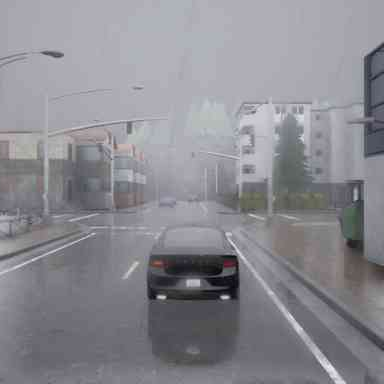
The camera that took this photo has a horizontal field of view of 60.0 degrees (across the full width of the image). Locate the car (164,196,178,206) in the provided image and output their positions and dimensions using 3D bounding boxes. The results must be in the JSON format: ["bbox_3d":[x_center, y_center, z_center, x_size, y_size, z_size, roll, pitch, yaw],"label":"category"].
[{"bbox_3d":[-3.591,1.491,57.752,2.128,1.511,4.902,0,0,0],"label":"car"}]

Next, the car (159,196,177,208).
[{"bbox_3d":[-3.609,1.477,47.401,1.882,1.535,5.008,0,0,0],"label":"car"}]

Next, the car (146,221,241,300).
[{"bbox_3d":[0.047,1.478,8.434,1.882,1.535,5.008,0,0,1],"label":"car"}]

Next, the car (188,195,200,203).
[{"bbox_3d":[0.470,1.353,69.707,2.097,1.767,4.553,0,0,7],"label":"car"}]
